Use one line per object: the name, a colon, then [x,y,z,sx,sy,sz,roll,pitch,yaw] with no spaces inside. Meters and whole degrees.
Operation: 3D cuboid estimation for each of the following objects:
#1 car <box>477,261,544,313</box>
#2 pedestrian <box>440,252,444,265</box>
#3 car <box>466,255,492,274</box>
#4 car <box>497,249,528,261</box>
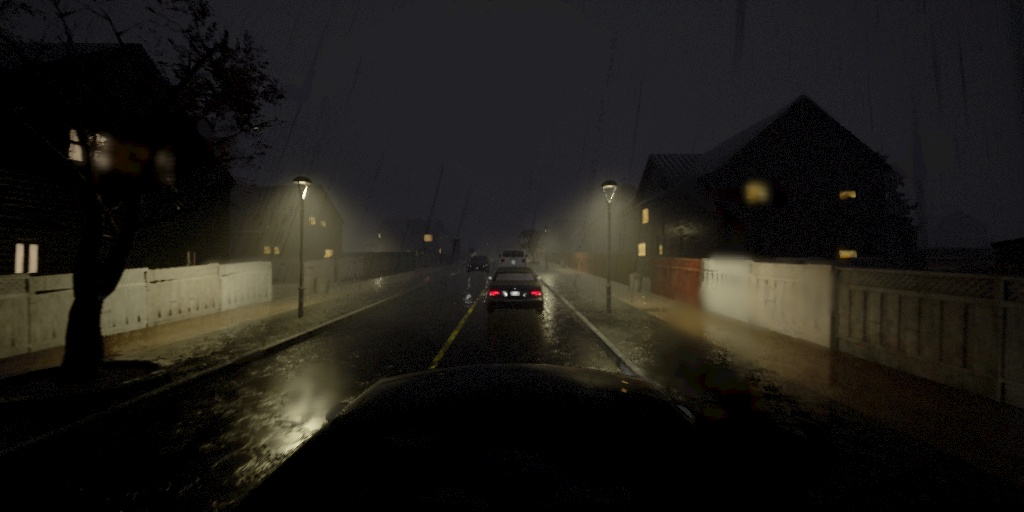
car: [0.098,1.085,12.855,2.033,1.411,5.357,0,1,0]
pedestrian: [-9.917,0.323,50.471,0.375,1.860,0.375,0,-1,5]
car: [-2.802,0.712,31.428,1.837,1.490,4.892,0,1,0]
car: [0.098,0.473,28.709,2.150,2.045,5.566,0,1,0]
